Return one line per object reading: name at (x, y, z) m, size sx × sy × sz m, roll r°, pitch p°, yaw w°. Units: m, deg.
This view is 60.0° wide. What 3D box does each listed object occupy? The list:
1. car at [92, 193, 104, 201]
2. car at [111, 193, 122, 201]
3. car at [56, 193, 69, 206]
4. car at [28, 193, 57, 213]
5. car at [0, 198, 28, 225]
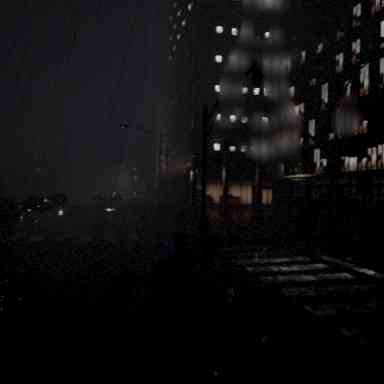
car at (-17.171, 0.883, 60.944) m, size 1.895 × 1.301 × 4.718 m, roll 1°, pitch 0°, yaw -12°
car at (-14.060, 0.881, 61.941) m, size 2.033 × 1.411 × 5.357 m, roll 1°, pitch 0°, yaw -12°
car at (-16.255, 0.903, 40.551) m, size 1.882 × 1.535 × 5.008 m, roll 1°, pitch 0°, yaw -12°
car at (-14.104, 1.078, 30.305) m, size 2.033 × 1.411 × 5.357 m, roll 1°, pitch 0°, yaw -12°
car at (-11.980, 1.128, 20.279) m, size 2.128 × 1.511 × 4.902 m, roll 1°, pitch 0°, yaw -12°
